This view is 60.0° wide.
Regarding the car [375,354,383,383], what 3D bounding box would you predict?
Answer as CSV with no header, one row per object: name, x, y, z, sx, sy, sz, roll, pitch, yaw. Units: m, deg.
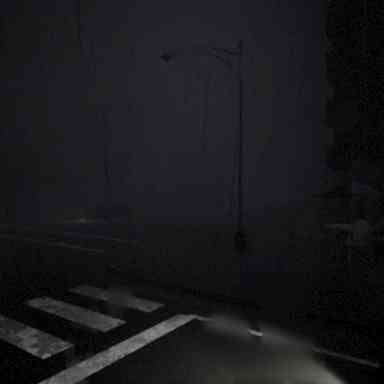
car,3.187,1.565,1.693,4.181,1.385,1.994,0,0,36

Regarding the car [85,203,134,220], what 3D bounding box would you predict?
car,-7.034,1.604,28.667,1.994,1.385,4.181,0,0,36
